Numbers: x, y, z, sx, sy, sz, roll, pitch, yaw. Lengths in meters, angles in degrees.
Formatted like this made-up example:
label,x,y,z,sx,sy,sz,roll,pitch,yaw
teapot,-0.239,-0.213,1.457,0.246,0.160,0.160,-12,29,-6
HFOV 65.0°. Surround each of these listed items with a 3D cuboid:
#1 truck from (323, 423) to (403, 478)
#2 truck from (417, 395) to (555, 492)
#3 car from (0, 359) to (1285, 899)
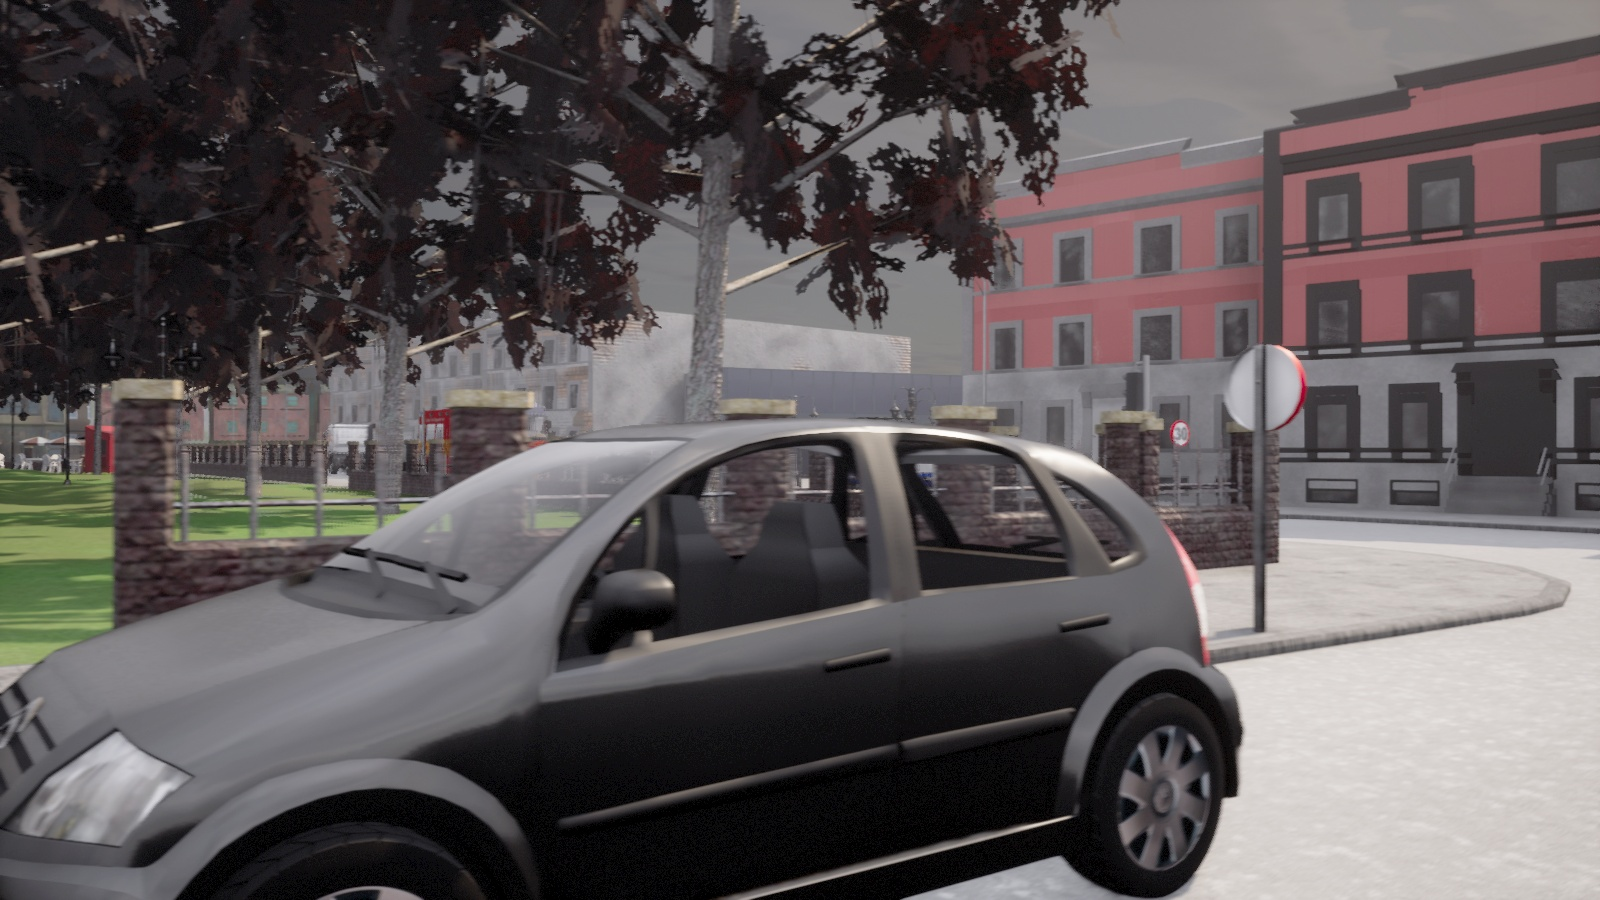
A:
label,x,y,z,sx,sy,sz,roll,pitch,yaw
truck,-28.722,0.037,82.316,2.891,3.462,7.936,0,0,-35
truck,-13.650,-0.249,54.036,2.891,3.827,8.468,0,0,-35
car,-0.432,0.655,4.024,3.988,1.617,1.851,0,0,-36
